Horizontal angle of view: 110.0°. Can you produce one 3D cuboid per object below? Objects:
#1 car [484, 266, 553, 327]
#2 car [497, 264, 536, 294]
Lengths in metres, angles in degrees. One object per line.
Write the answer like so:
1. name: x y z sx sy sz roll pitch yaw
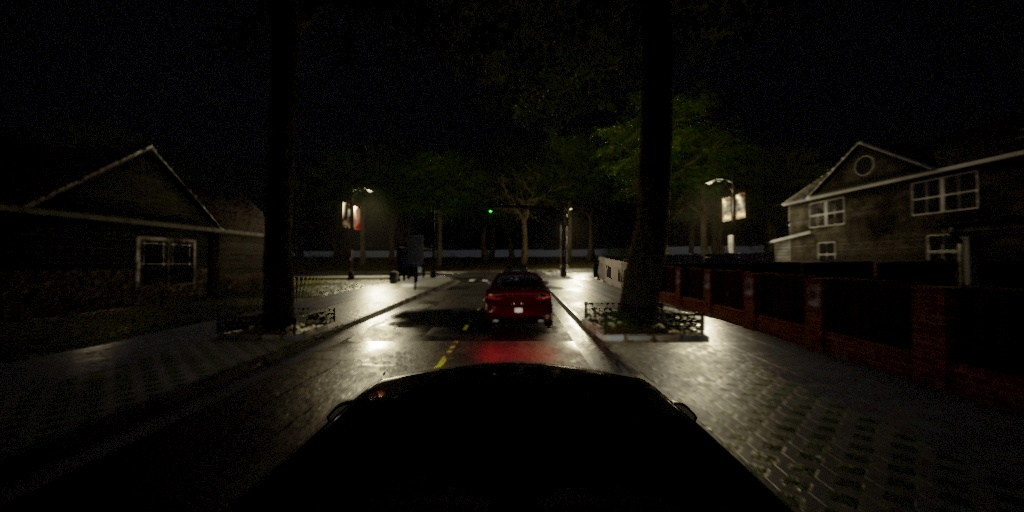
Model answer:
1. car: 0.189 1.227 11.497 1.882 1.535 5.008 0 0 1
2. car: 0.265 1.280 21.668 2.033 1.411 5.357 0 0 1
